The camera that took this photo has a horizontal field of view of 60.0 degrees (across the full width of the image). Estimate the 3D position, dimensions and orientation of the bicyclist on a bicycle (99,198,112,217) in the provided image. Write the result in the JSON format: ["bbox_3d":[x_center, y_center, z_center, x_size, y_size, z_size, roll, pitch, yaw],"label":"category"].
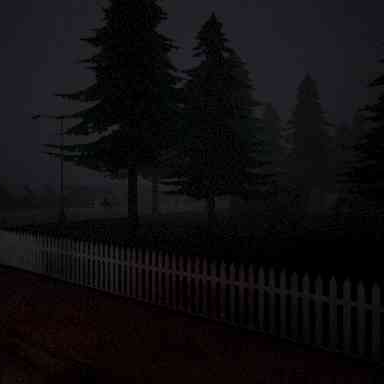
[{"bbox_3d":[-7.203,1.302,27.872,1.656,1.620,0.582,0,0,34],"label":"bicyclist on a bicycle"}]

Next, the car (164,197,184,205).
[{"bbox_3d":[-2.690,1.134,60.081,2.150,2.045,5.566,0,0,34],"label":"car"}]

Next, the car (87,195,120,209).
[{"bbox_3d":[-12.268,1.353,46.166,2.097,1.767,4.553,0,0,34],"label":"car"}]

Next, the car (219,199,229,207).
[{"bbox_3d":[4.280,1.221,51.484,2.150,2.045,5.566,0,0,34],"label":"car"}]
